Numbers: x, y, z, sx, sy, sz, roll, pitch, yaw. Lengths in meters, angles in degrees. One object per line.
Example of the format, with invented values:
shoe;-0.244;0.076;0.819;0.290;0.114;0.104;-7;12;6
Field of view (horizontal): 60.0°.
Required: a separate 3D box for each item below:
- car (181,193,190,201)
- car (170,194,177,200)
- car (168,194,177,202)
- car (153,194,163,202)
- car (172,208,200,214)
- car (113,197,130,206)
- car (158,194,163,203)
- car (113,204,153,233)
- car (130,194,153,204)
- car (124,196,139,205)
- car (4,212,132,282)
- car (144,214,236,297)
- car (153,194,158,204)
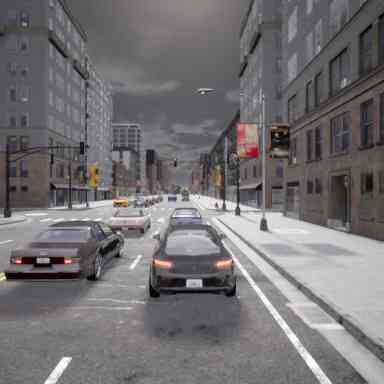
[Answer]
car;-1.580;1.622;80.826;1.895;1.301;4.718;0;0;-1
car;-5.029;1.400;90.732;1.837;1.490;4.892;0;0;-1
car;-4.821;1.504;80.314;1.882;1.535;5.008;0;0;-1
car;-8.056;1.373;79.506;2.097;1.767;4.553;0;0;-1
car;-0.328;1.553;18.044;2.033;1.411;5.357;0;0;-1
car;-10.843;1.502;51.526;1.882;1.535;5.008;0;0;-1
car;-7.852;1.555;69.275;2.128;1.511;4.902;0;0;-1
car;-3.507;1.607;19.461;1.895;1.301;4.718;0;0;-1
car;-7.561;1.514;50.052;2.128;1.511;4.902;0;0;-1
car;-10.992;1.553;60.748;1.812;1.442;4.674;0;0;-1
car;-3.311;1.550;9.796;2.033;1.411;5.357;0;0;-1
car;-0.036;1.528;8.457;1.812;1.442;4.674;0;0;-2
car;-7.729;1.518;59.405;2.128;1.511;4.902;0;0;-1
